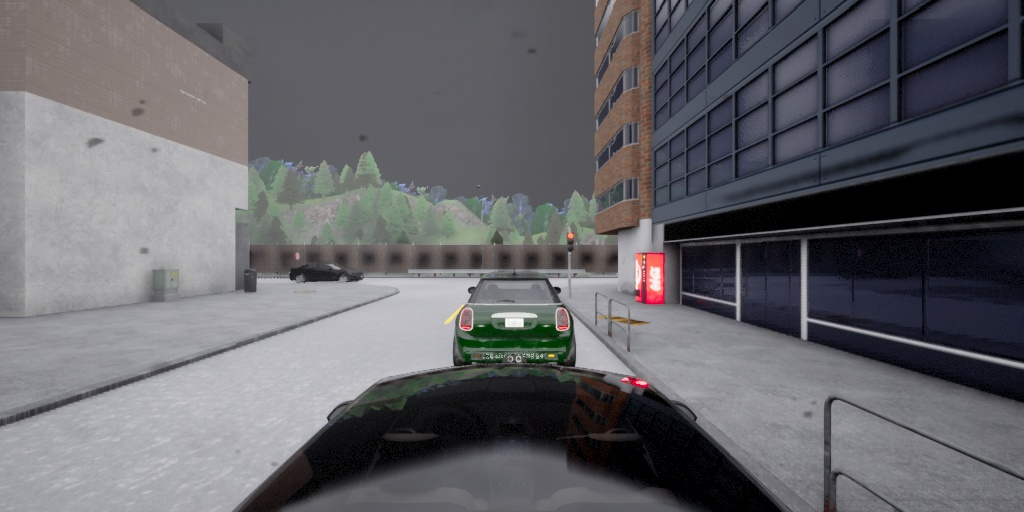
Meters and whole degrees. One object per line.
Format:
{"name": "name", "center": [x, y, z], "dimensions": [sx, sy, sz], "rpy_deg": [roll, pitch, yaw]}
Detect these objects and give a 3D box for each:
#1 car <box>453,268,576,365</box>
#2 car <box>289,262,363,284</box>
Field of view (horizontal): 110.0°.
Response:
{"name": "car", "center": [0.055, 1.102, 7.939], "dimensions": [2.097, 1.767, 4.553], "rpy_deg": [0, 0, 0]}
{"name": "car", "center": [-13.518, 1.228, 26.271], "dimensions": [5.008, 1.535, 1.882], "rpy_deg": [0, 0, 0]}
